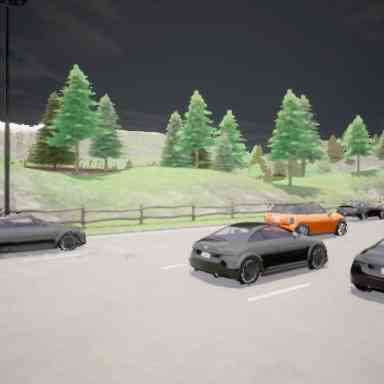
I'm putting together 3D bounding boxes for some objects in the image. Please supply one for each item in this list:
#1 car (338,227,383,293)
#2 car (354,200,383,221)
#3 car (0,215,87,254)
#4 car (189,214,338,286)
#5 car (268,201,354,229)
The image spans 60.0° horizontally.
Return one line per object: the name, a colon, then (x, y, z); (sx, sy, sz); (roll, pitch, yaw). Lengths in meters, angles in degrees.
car: (5.518, 1.539, 7.666); (4.181, 1.385, 1.994); (0, 0, -35)
car: (13.345, 1.414, 26.106); (4.902, 1.511, 2.128); (0, 0, -35)
car: (-6.109, 1.533, 12.286); (4.181, 1.385, 1.994); (0, 0, -35)
car: (1.976, 1.537, 9.444); (4.181, 1.385, 1.994); (0, 0, -35)
car: (5.575, 1.305, 16.294); (4.553, 1.767, 2.097); (0, 0, -35)
